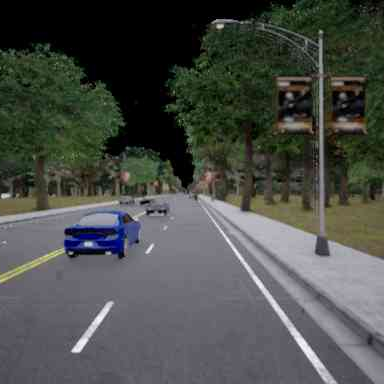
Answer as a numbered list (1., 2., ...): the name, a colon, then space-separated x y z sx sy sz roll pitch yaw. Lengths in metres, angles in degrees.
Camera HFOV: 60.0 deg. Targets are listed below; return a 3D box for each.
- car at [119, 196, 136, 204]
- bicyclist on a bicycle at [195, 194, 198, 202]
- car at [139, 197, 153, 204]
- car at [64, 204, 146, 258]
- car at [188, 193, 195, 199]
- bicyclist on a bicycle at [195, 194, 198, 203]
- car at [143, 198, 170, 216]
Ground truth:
1. car: -9.829 1.331 50.626 1.837 1.490 4.892 0 0 0
2. bicyclist on a bicycle: 0.887 1.221 70.490 0.582 1.620 1.656 0 0 0
3. car: -6.577 1.431 49.239 1.895 1.301 4.718 0 0 0
4. car: -3.153 1.429 12.603 1.882 1.535 5.008 0 0 0
5. car: -0.009 1.121 88.016 2.033 1.411 5.357 0 0 0
6. bicyclist on a bicycle: 0.889 1.248 61.493 0.582 1.620 1.656 0 0 0
7. car: -3.155 1.484 31.494 1.895 1.301 4.718 0 0 0
